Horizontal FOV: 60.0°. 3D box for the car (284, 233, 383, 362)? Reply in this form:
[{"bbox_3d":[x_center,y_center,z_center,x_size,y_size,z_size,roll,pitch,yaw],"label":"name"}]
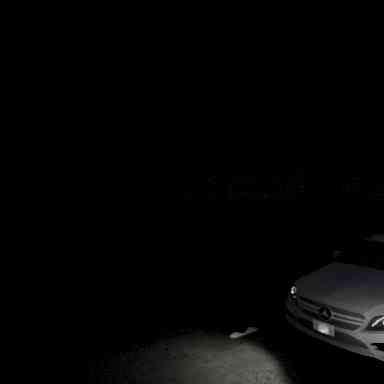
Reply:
[{"bbox_3d":[3.578,1.448,5.589,4.674,1.442,1.812,-1,0,-35],"label":"car"}]
